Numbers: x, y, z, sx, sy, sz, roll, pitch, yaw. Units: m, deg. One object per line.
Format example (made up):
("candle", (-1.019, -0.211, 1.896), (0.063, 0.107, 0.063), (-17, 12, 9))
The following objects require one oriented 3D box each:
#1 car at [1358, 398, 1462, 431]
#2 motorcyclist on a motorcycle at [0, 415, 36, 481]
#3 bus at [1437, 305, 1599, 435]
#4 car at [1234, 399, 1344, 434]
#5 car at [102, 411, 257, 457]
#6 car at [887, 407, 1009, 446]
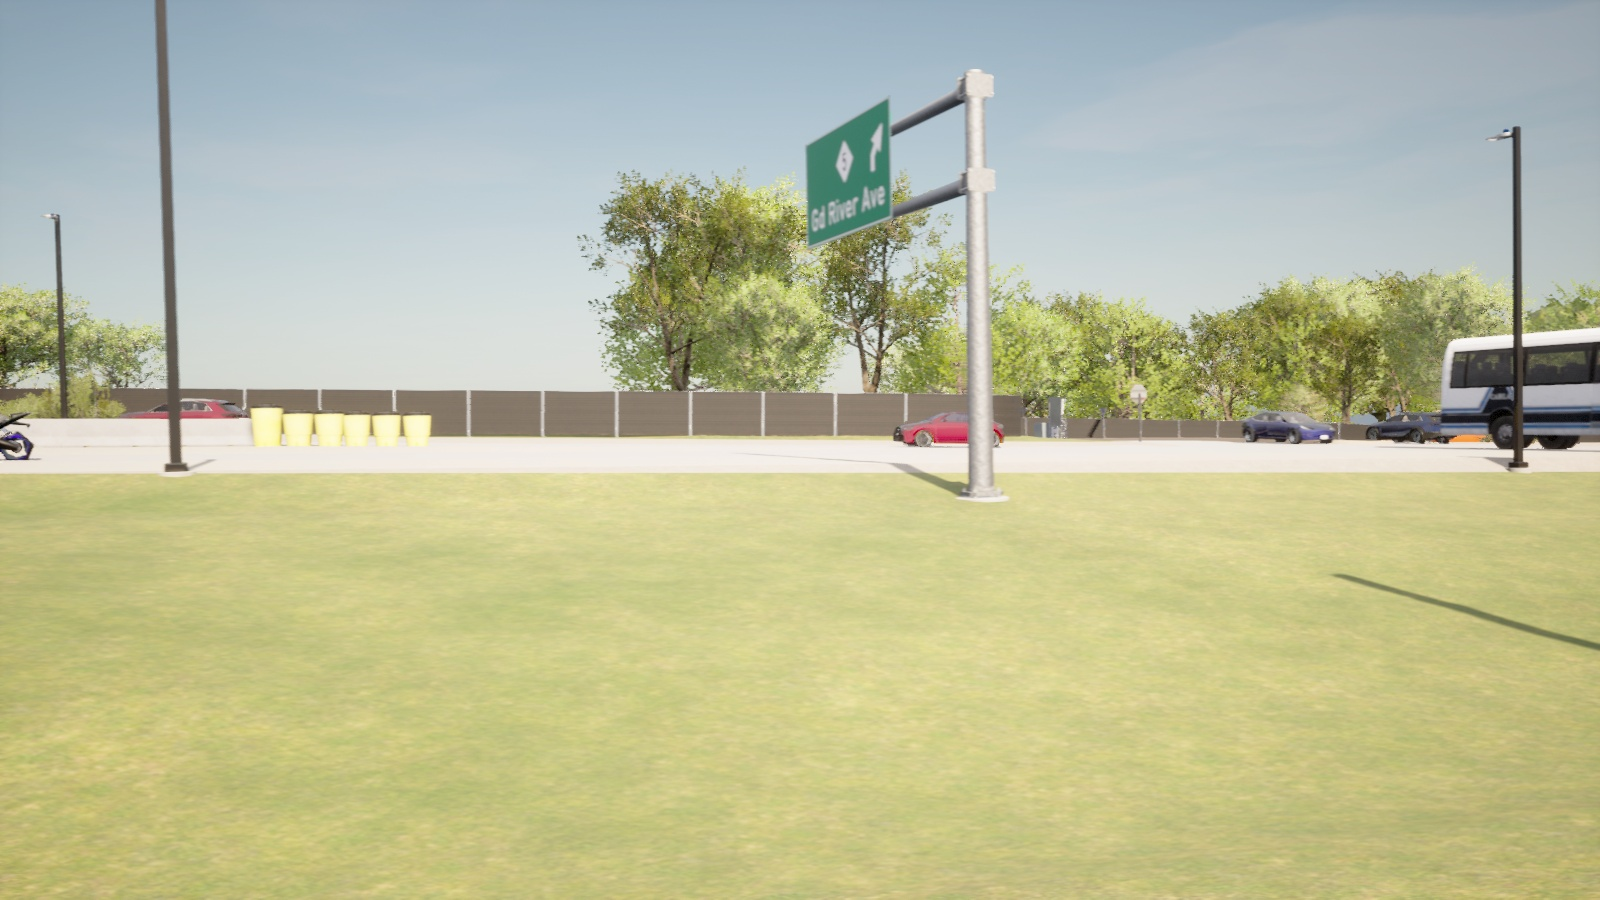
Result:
("car", (31.648, -1.842, 65.314), (2.033, 1.649, 4.856), (-1, 2, -20))
("motorcyclist on a motorcycle", (-19.417, -0.037, 29.627), (2.191, 1.530, 0.866), (-2, 1, -20))
("bus", (27.726, -2.685, 43.390), (3.944, 4.253, 10.273), (-1, 1, -20))
("car", (22.434, -1.527, 57.832), (2.163, 1.488, 4.792), (-2, 2, -19))
("car", (-23.403, -0.625, 47.499), (4.856, 1.649, 2.033), (-1, 2, 3))
("car", (5.594, -0.903, 47.709), (4.181, 1.385, 1.994), (-1, 2, -10))
